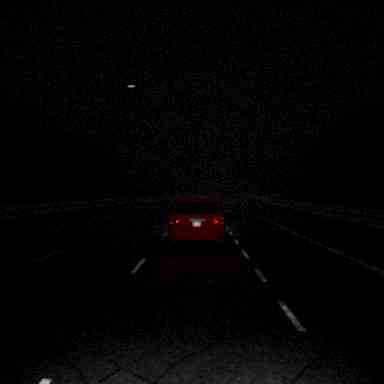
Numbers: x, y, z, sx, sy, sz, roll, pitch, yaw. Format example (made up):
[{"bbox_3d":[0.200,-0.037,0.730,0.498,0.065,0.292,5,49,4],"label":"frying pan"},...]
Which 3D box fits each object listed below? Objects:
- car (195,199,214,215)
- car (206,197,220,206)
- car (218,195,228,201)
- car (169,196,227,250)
[{"bbox_3d":[1.384,1.544,34.812,1.812,1.442,4.674,0,0,4],"label":"car"},{"bbox_3d":[3.708,1.571,57.853,2.033,1.411,5.357,0,0,7],"label":"car"},{"bbox_3d":[7.864,1.591,84.625,2.033,1.411,5.357,0,0,11],"label":"car"},{"bbox_3d":[0.260,1.225,14.460,2.150,2.045,5.566,0,0,2],"label":"car"}]
